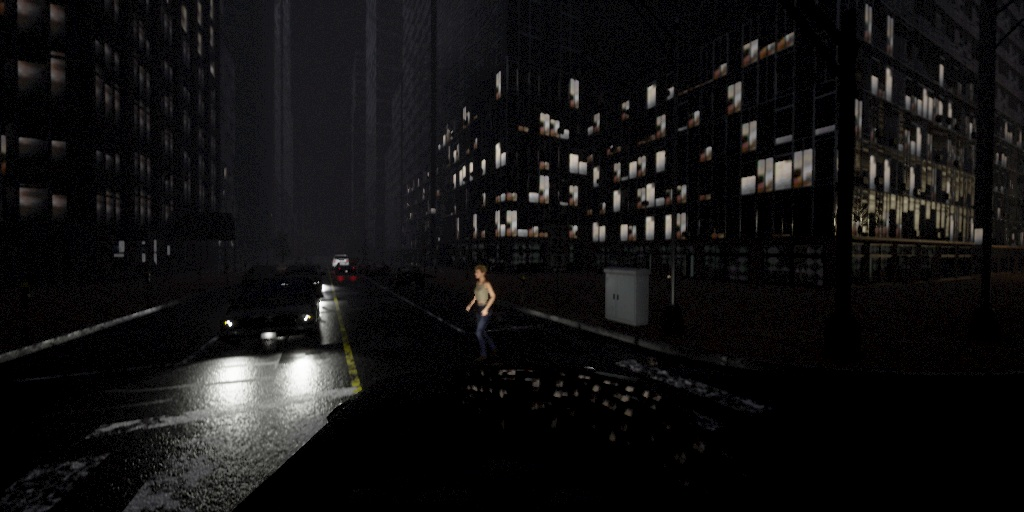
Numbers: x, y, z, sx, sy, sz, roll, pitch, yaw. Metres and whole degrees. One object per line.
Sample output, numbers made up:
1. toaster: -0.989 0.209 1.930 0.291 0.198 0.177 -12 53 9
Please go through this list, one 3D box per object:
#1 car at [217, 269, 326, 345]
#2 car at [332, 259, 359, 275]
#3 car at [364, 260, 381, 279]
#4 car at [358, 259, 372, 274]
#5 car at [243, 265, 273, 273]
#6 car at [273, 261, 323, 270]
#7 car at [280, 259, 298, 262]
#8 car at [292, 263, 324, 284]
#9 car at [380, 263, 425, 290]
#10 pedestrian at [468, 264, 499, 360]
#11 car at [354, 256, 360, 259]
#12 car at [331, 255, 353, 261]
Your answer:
1. car: -6.350 1.272 9.903 2.033 1.411 5.357 0 0 -28
2. car: -17.630 1.259 37.909 1.895 1.301 4.718 0 0 -28
3. car: -11.727 1.254 31.856 1.802 1.307 4.207 0 0 -28
4. car: -14.340 1.206 36.865 1.888 1.381 4.507 0 0 -28
5. car: -16.061 1.254 23.195 1.948 1.339 4.313 0 0 -28
6. car: -10.886 1.206 18.607 1.837 1.490 4.892 0 0 -28
7. car: -21.207 1.191 33.061 1.751 1.417 4.829 0 0 -28
8. car: -15.476 1.281 27.406 1.895 1.301 4.718 0 0 -27
9. car: -6.503 1.247 21.840 2.007 1.370 4.403 0 0 -28
10. pedestrian: -0.541 1.030 6.782 0.375 1.860 0.375 -1 1 -28
11. car: -16.952 1.090 41.873 1.967 1.591 4.097 0 0 -28
12. car: -23.641 0.855 49.440 2.150 2.045 5.566 0 0 -28
